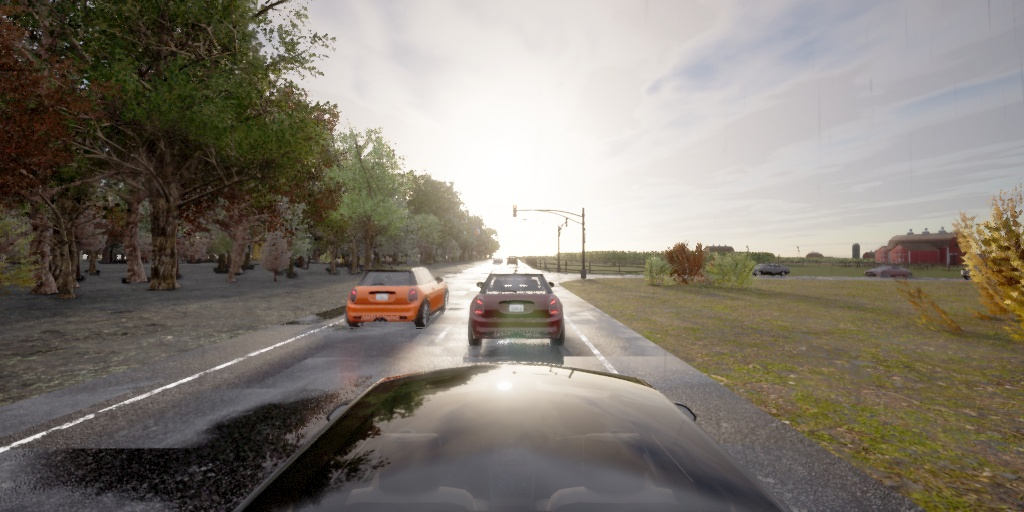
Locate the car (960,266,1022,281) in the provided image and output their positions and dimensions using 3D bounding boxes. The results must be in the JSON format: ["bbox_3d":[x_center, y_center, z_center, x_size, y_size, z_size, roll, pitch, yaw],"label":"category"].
[{"bbox_3d":[49.622,1.780,37.111,4.902,1.511,2.128,1,-1,0],"label":"car"}]

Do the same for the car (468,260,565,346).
[{"bbox_3d":[0.095,1.104,9.570,2.097,1.767,4.553,0,0,0],"label":"car"}]

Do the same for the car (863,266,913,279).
[{"bbox_3d":[42.622,1.836,40.720,4.181,1.385,1.994,1,-1,1],"label":"car"}]

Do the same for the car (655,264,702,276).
[{"bbox_3d":[18.701,1.559,40.835,5.357,1.411,2.033,1,-1,0],"label":"car"}]

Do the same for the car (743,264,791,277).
[{"bbox_3d":[28.854,1.613,40.796,4.902,1.511,2.128,1,-1,0],"label":"car"}]

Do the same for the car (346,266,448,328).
[{"bbox_3d":[-3.402,1.105,11.520,2.097,1.767,4.553,0,0,0],"label":"car"}]
